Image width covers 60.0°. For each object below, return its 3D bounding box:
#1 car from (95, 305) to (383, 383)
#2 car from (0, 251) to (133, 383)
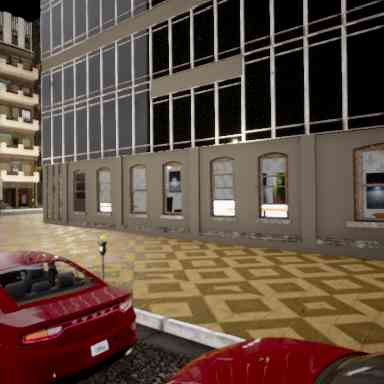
[{"bbox_3d":[1.762,1.544,1.628,4.507,1.381,1.887,0,-1,36],"label":"car"},{"bbox_3d":[-2.807,1.553,4.895,4.507,1.381,1.887,0,-1,36],"label":"car"}]
